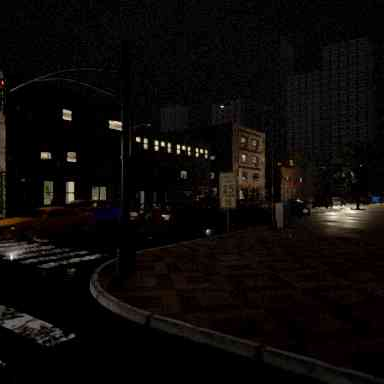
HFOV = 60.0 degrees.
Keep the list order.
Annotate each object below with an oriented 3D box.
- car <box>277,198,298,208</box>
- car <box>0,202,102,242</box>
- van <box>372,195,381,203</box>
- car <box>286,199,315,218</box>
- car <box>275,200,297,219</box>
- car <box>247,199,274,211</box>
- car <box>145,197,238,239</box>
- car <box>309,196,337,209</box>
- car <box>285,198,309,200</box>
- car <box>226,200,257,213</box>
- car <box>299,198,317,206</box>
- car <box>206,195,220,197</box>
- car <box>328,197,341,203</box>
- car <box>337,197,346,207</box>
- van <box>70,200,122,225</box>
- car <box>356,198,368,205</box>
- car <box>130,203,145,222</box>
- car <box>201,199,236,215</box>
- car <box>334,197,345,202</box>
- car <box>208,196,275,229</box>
[{"bbox_3d":[15.586,1.742,54.018,1.752,1.417,4.829,-1,-1,35],"label":"car"},{"bbox_3d":[-7.373,1.523,17.114,1.882,1.535,5.008,0,0,35],"label":"car"},{"bbox_3d":[44.871,1.694,80.877,1.690,1.788,3.998,-1,-1,35],"label":"van"},{"bbox_3d":[9.756,1.657,31.284,1.947,1.339,4.313,-1,-1,35],"label":"car"},{"bbox_3d":[6.564,1.616,26.776,1.887,1.381,4.507,-1,-1,35],"label":"car"},{"bbox_3d":[9.300,1.723,45.141,2.008,1.369,4.403,-1,-1,35],"label":"car"},{"bbox_3d":[0.177,1.350,17.761,2.192,1.841,5.009,-1,-1,35],"label":"car"},{"bbox_3d":[19.522,1.537,49.550,2.097,1.767,4.553,0,0,35],"label":"car"},{"bbox_3d":[14.727,1.730,48.161,2.033,1.411,5.357,0,0,36],"label":"car"},{"bbox_3d":[6.107,1.701,40.632,2.008,1.369,4.403,-1,-1,35],"label":"car"},{"bbox_3d":[22.070,1.816,63.174,2.008,1.369,4.403,-1,-1,35],"label":"car"},{"bbox_3d":[2.143,1.316,30.545,2.150,2.045,5.566,0,0,35],"label":"car"},{"bbox_3d":[34.839,1.915,81.207,2.008,1.369,4.403,-1,-1,35],"label":"car"},{"bbox_3d":[25.392,1.829,57.840,1.895,1.301,4.718,0,0,36],"label":"car"},{"bbox_3d":[-6.663,1.414,22.601,1.690,1.788,3.998,-1,0,35],"label":"van"},{"bbox_3d":[32.103,1.801,62.841,2.008,1.369,4.403,-1,-1,35],"label":"car"},{"bbox_3d":[-3.470,1.531,27.109,1.967,1.590,4.097,-1,-1,35],"label":"car"},{"bbox_3d":[2.915,1.570,36.126,1.967,1.590,4.097,-1,-1,35],"label":"car"},{"bbox_3d":[38.031,1.936,85.715,1.887,1.381,4.507,-1,-1,35],"label":"car"},{"bbox_3d":[3.370,1.368,22.269,2.192,1.841,5.009,-1,-1,35],"label":"car"}]
